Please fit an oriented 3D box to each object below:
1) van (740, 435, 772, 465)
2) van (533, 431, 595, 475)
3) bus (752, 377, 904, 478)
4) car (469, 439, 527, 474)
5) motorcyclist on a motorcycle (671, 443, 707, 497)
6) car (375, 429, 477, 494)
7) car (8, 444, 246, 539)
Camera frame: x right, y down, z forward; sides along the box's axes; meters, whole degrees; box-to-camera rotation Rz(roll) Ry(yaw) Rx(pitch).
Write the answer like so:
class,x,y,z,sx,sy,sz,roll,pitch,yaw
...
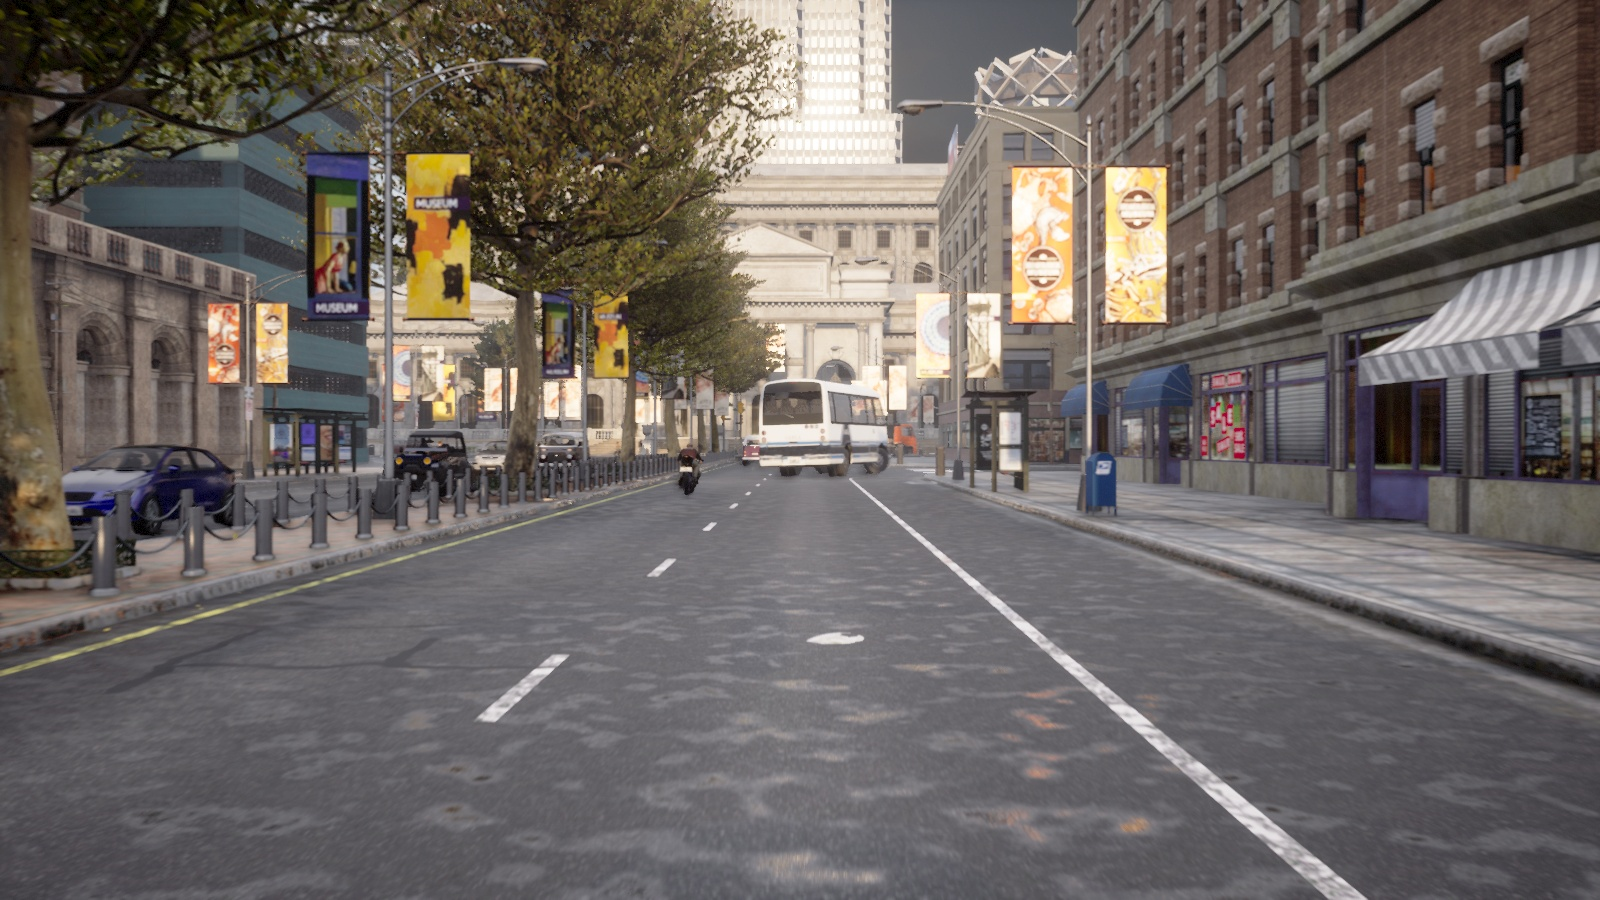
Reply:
class,x,y,z,sx,sy,sz,roll,pitch,yaw
van,-2.995,-0.019,86.342,2.069,2.038,4.480,0,0,0
van,-11.147,0.126,59.517,2.069,2.038,4.480,0,0,0
bus,1.562,-0.960,58.833,3.944,4.253,10.273,-2,0,20
car,-14.639,0.289,61.028,1.851,1.617,3.988,0,0,0
motorcyclist on a motorcycle,-3.274,0.569,37.215,0.866,1.530,2.191,0,0,0
car,-11.269,0.319,38.091,1.905,1.878,3.866,0,0,0
car,-11.363,0.629,21.566,1.816,1.474,4.193,0,0,0
